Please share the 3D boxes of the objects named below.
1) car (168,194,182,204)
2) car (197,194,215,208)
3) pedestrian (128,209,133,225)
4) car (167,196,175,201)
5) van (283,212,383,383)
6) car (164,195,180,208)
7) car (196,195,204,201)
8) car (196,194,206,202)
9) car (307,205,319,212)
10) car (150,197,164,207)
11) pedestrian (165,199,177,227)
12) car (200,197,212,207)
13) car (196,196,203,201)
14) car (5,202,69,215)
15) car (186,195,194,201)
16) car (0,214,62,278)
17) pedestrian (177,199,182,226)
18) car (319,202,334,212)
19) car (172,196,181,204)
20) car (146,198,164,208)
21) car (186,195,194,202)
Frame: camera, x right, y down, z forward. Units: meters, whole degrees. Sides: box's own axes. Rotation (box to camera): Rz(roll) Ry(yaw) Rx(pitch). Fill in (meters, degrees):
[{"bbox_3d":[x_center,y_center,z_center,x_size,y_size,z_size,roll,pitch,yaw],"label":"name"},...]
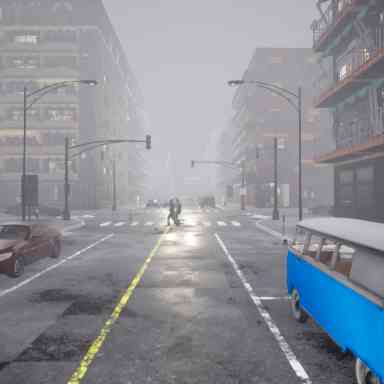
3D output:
[{"bbox_3d":[-3.168,1.577,58.354,1.812,1.442,4.674,0,0,0],"label":"car"},{"bbox_3d":[2.303,1.353,48.310,2.192,1.841,5.009,1,0,0],"label":"car"},{"bbox_3d":[-4.102,1.686,22.486,0.500,1.100,0.500,1,-1,0],"label":"pedestrian"},{"bbox_3d":[-5.844,1.718,92.541,1.752,1.417,4.829,1,0,0],"label":"car"},{"bbox_3d":[2.527,1.343,4.598,1.690,1.788,3.998,1,0,0],"label":"van"},{"bbox_3d":[-3.126,1.602,48.464,1.994,1.385,4.181,0,0,-1],"label":"car"},{"bbox_3d":[2.068,1.601,87.231,1.967,1.590,4.097,1,0,0],"label":"car"},{"bbox_3d":[2.103,1.444,81.668,2.192,1.841,5.009,1,0,0],"label":"car"},{"bbox_3d":[14.160,1.617,33.510,4.718,1.301,1.895,0,-1,-3],"label":"car"},{"bbox_3d":[-5.614,1.610,53.778,1.947,1.339,4.313,1,0,0],"label":"car"},{"bbox_3d":[-1.319,1.309,21.197,0.375,1.860,0.375,1,-1,0],"label":"pedestrian"},{"bbox_3d":[2.265,1.570,54.039,1.752,1.417,4.829,1,0,0],"label":"car"},{"bbox_3d":[2.033,1.776,92.791,1.802,1.307,4.206,1,0,0],"label":"car"},{"bbox_3d":[-14.094,1.579,30.365,5.357,1.411,2.033,0,-1,2],"label":"car"},{"bbox_3d":[-0.516,1.538,88.303,2.033,1.411,5.357,0,0,0],"label":"car"},{"bbox_3d":[-5.358,1.588,10.138,1.802,1.307,4.206,1,0,0],"label":"car"},{"bbox_3d":[-0.888,1.309,21.913,0.375,1.860,0.375,1,-1,0],"label":"pedestrian"},{"bbox_3d":[13.581,1.452,28.094,4.403,1.369,2.008,0,-1,0],"label":"car"},{"bbox_3d":[-3.159,1.602,68.556,1.812,1.442,4.674,0,0,0],"label":"car"},{"bbox_3d":[-5.581,1.604,48.217,1.947,1.339,4.313,1,0,0],"label":"car"},{"bbox_3d":[-0.457,1.658,78.294,1.994,1.385,4.181,0,0,0],"label":"car"}]
